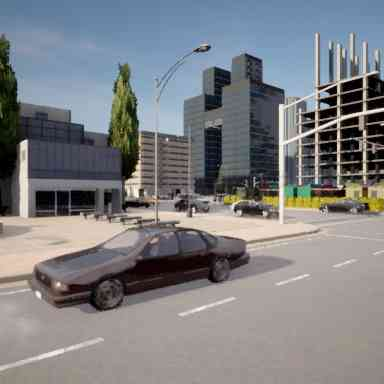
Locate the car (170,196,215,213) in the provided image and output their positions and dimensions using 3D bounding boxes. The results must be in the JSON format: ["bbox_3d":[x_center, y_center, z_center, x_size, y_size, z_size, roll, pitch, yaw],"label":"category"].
[{"bbox_3d":[-0.016,1.505,36.729,1.837,1.490,4.892,0,0,-38],"label":"car"}]

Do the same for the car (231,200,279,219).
[{"bbox_3d":[5.810,1.491,29.340,2.128,1.511,4.902,0,0,-38],"label":"car"}]

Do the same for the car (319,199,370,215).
[{"bbox_3d":[15.556,1.491,34.097,2.128,1.511,4.902,0,0,-40],"label":"car"}]

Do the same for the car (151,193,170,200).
[{"bbox_3d":[-8.280,1.153,87.371,4.605,1.855,1.932,0,0,-40],"label":"car"}]

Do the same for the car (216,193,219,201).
[{"bbox_3d":[6.099,1.156,70.041,3.866,1.878,1.905,0,0,-40],"label":"car"}]

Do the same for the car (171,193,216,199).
[{"bbox_3d":[0.091,1.222,42.246,2.150,2.045,5.566,0,0,-38],"label":"car"}]

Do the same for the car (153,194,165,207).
[{"bbox_3d":[-6.733,1.477,50.930,1.882,1.535,5.008,0,0,-38],"label":"car"}]

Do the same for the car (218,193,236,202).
[{"bbox_3d":[7.941,1.395,67.807,3.806,1.475,1.970,0,0,-40],"label":"car"}]

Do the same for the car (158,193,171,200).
[{"bbox_3d":[-6.472,1.156,85.110,3.866,1.878,1.905,0,0,-40],"label":"car"}]

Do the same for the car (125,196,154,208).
[{"bbox_3d":[-7.700,1.601,46.489,1.895,1.301,4.718,0,0,-38],"label":"car"}]

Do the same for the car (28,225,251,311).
[{"bbox_3d":[-0.869,1.547,8.009,5.357,1.411,2.033,0,0,-40],"label":"car"}]

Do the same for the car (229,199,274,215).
[{"bbox_3d":[6.115,1.526,34.639,1.812,1.442,4.674,0,0,-38],"label":"car"}]

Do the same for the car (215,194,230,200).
[{"bbox_3d":[8.692,1.395,94.193,3.806,1.475,1.970,0,0,-40],"label":"car"}]
